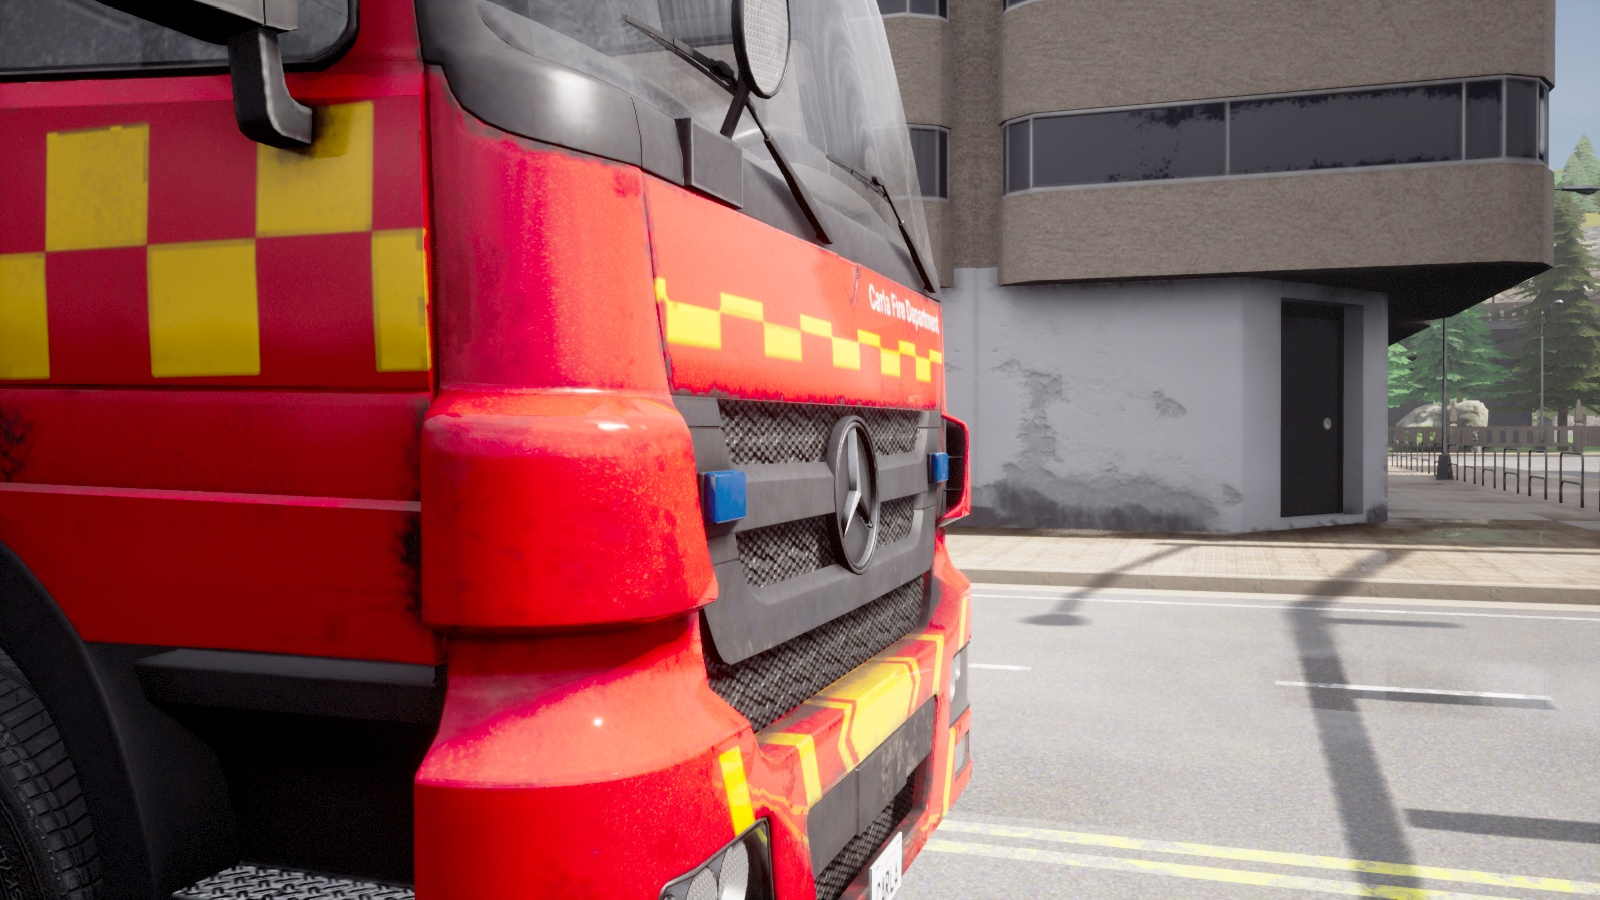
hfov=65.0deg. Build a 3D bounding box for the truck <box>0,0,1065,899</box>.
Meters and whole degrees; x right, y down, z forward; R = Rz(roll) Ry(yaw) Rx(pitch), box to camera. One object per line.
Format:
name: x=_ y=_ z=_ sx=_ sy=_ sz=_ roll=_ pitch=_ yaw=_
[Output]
truck: x=-3.556 y=-0.422 z=4.371 sx=8.468 sy=3.827 sz=2.891 roll=1 pitch=1 yaw=19
